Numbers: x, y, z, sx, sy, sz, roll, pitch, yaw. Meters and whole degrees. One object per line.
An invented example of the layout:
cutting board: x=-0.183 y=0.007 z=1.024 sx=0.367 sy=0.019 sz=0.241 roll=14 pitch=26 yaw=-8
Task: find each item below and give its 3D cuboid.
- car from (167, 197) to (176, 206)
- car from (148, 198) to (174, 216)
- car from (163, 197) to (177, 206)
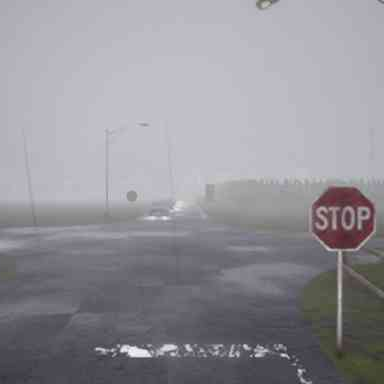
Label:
car: x=-3.386 y=1.570 z=44.244 sx=2.033 sy=1.411 sz=5.357 roll=0 pitch=0 yaw=-1
car: x=-3.168 y=1.569 z=33.083 sx=2.033 sy=1.411 sz=5.357 roll=0 pitch=0 yaw=-1
car: x=-3.692 y=1.571 z=56.652 sx=2.033 sy=1.411 sz=5.357 roll=0 pitch=0 yaw=-1
